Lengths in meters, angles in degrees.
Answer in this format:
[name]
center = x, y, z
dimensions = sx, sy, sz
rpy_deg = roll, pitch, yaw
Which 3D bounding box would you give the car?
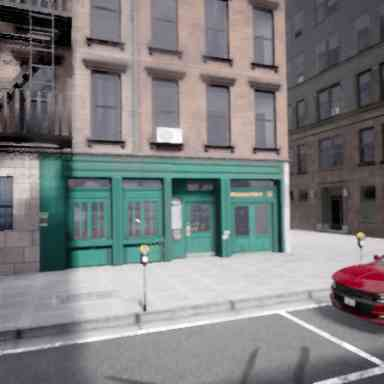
[car]
center = 4.888, 1.688, 6.666
dimensions = 4.507, 1.381, 1.887
rpy_deg = 0, -2, -20
